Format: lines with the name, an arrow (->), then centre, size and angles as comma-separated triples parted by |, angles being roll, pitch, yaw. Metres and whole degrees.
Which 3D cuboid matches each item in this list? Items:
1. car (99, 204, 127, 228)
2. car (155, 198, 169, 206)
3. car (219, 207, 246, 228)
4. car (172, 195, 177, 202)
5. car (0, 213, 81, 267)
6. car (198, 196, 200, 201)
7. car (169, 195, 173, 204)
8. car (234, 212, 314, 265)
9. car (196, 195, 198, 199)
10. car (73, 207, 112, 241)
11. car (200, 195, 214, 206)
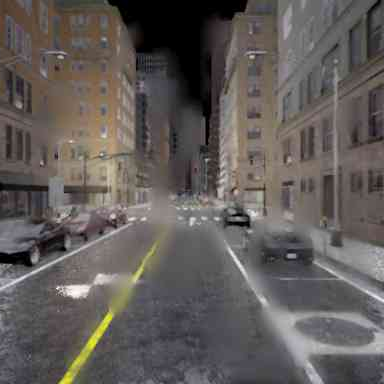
car -> -5.685, 1.545, 22.676 | 1.967, 1.590, 4.097 | 0, 0, 0
car -> -5.676, 1.887, 59.778 | 1.802, 1.307, 4.206 | 0, 0, 0
car -> 2.841, 1.667, 22.681 | 1.947, 1.339, 4.313 | 0, 0, 0
car -> -5.646, 2.015, 86.650 | 1.752, 1.417, 4.829 | 0, 0, 0
car -> -5.676, 1.621, 11.673 | 1.947, 1.339, 4.313 | 0, 0, 0
car -> 2.862, 1.920, 70.589 | 2.008, 1.369, 4.403 | 0, 0, 0
car -> -5.663, 1.924, 70.595 | 2.008, 1.369, 4.403 | 0, 0, 0
car -> 2.849, 1.602, 11.679 | 2.008, 1.369, 4.403 | 0, 0, 0
car -> 2.884, 1.970, 92.225 | 1.967, 1.590, 4.097 | 0, 0, 0
car -> -5.681, 1.661, 17.174 | 1.802, 1.307, 4.206 | 0, 0, 0
car -> 2.849, 1.741, 59.772 | 1.967, 1.590, 4.097 | 0, 0, 0
